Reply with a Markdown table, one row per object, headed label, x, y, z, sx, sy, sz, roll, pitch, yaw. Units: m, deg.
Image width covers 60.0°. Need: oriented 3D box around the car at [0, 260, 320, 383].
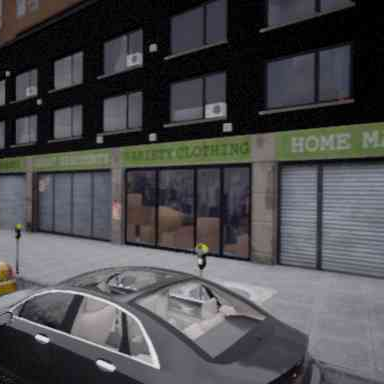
| label | x | y | z | sx | sy | sz | roll | pitch | yaw |
| --- | --- | --- | --- | --- | --- | --- | --- | --- | --- |
| car | -0.917 | 1.547 | 3.743 | 4.403 | 1.369 | 2.008 | 0 | 1 | 36 |
